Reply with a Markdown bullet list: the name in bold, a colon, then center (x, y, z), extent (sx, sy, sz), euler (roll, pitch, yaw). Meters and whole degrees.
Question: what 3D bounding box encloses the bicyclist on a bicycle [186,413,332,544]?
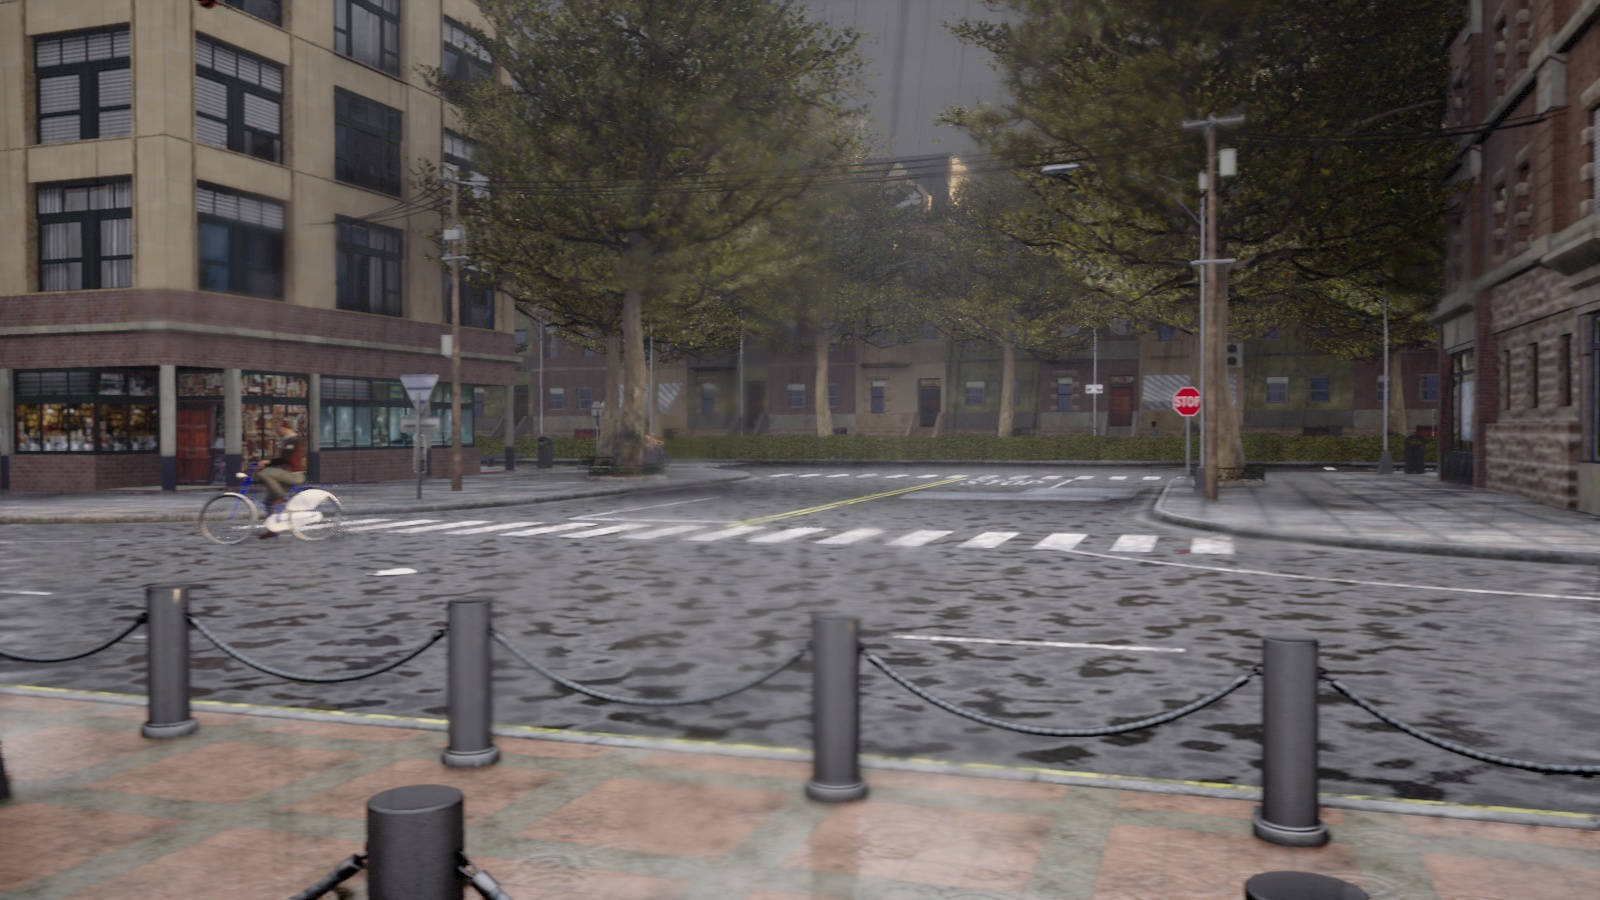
- **bicyclist on a bicycle**: center (-7.607, 0.385, 17.678), extent (1.843, 1.776, 0.659), euler (0, 0, -28)
